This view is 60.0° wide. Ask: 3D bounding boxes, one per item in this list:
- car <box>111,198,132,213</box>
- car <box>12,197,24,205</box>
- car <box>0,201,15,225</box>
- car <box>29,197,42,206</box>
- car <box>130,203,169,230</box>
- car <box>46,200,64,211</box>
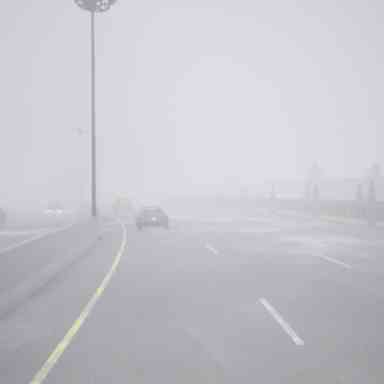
[{"bbox_3d":[-8.034,1.412,38.086,2.097,1.767,4.553,0,0,-21],"label":"car"},{"bbox_3d":[-34.543,1.783,65.934,1.812,1.442,4.674,0,0,-22],"label":"car"},{"bbox_3d":[-13.913,1.594,22.427,2.128,1.511,4.902,0,0,-16],"label":"car"},{"bbox_3d":[-29.047,1.709,61.732,1.882,1.535,5.008,0,0,-22],"label":"car"},{"bbox_3d":[-2.726,1.586,21.699,1.994,1.385,4.181,0,0,-13],"label":"car"},{"bbox_3d":[-18.178,1.709,44.188,1.994,1.385,4.181,0,0,-22],"label":"car"}]
